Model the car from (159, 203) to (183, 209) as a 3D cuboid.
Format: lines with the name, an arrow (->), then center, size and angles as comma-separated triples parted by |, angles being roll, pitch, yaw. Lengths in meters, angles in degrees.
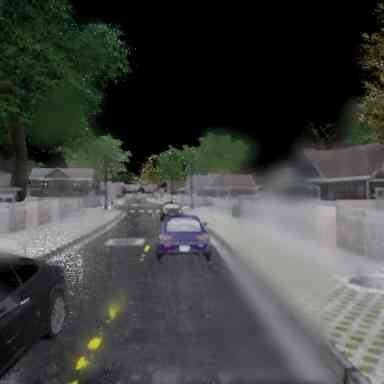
car -> -1.740, 1.615, 27.827 | 1.812, 1.442, 4.674 | 0, 0, -7

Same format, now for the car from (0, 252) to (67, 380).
car -> -2.946, 1.541, 3.874 | 1.812, 1.442, 4.674 | 0, 0, -2

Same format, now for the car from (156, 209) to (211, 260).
car -> -0.362, 1.564, 12.460 | 1.812, 1.442, 4.674 | 0, 0, -3
